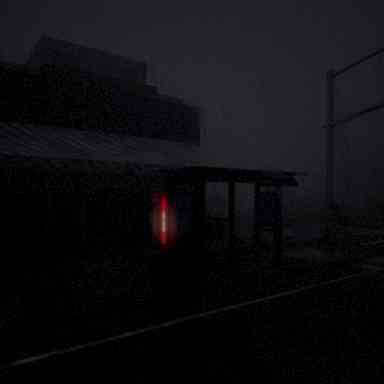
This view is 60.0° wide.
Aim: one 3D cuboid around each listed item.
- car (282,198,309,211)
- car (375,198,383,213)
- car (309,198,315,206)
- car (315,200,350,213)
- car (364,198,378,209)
[{"bbox_3d":[12.832,1.649,44.325,5.027,1.636,2.152,1,0,-36],"label":"car"},{"bbox_3d":[24.697,1.855,40.432,4.514,1.523,2.007,1,0,-36],"label":"car"},{"bbox_3d":[22.101,1.945,62.443,4.514,1.523,2.007,1,0,-36],"label":"car"},{"bbox_3d":[16.835,1.730,39.299,3.806,1.475,1.970,1,0,-36],"label":"car"},{"bbox_3d":[28.786,1.739,51.908,4.605,1.855,1.932,1,0,-36],"label":"car"}]
